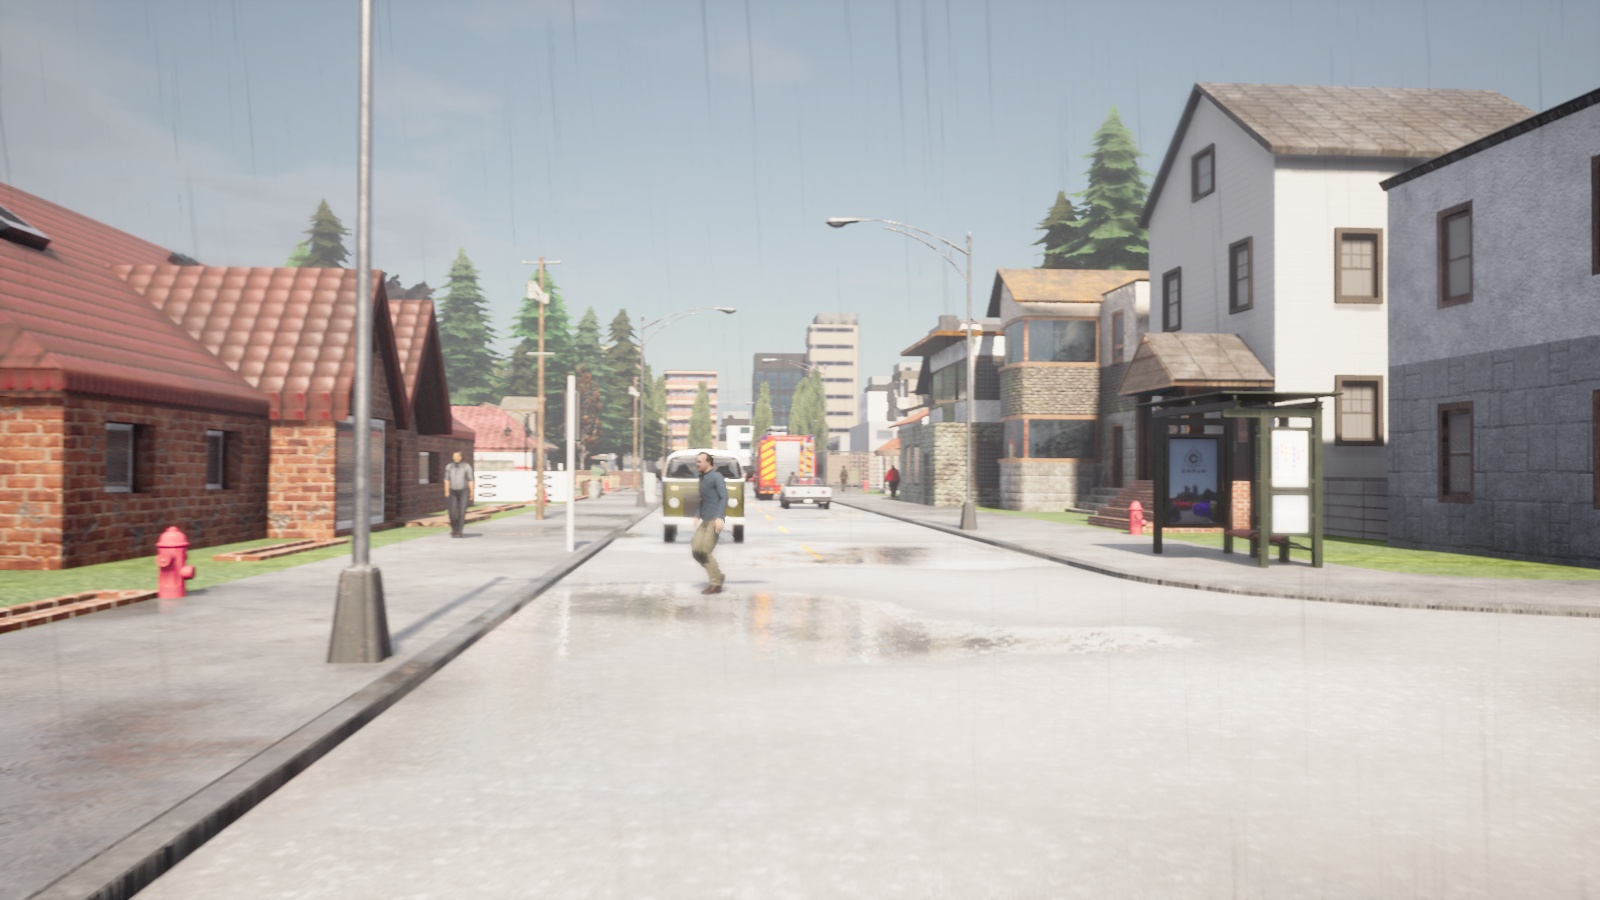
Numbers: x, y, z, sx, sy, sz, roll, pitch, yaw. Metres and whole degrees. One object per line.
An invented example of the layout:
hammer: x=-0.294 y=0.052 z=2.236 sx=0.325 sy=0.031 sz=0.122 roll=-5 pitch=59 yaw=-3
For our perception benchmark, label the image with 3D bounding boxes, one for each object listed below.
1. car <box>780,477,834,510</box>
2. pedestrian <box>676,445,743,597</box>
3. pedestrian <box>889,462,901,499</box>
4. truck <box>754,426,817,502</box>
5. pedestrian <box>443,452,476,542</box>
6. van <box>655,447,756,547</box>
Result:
car: x=0.251 y=1.762 z=51.807 sx=1.895 sy=1.301 sz=4.718 roll=0 pitch=-1 yaw=-4
pedestrian: x=-1.120 y=0.863 z=15.614 sx=0.726 sy=1.842 sz=0.402 roll=0 pitch=-1 yaw=-28
pedestrian: x=4.831 y=1.553 z=63.896 sx=0.634 sy=1.844 sz=0.899 roll=0 pitch=-1 yaw=4
truck: x=-0.880 y=0.766 z=67.973 sx=2.891 sy=3.827 sz=8.468 roll=0 pitch=-1 yaw=-4
pedestrian: x=-7.109 y=0.978 z=26.234 sx=0.540 sy=1.848 sz=0.694 roll=0 pitch=-1 yaw=-4
van: x=-2.084 y=1.005 z=27.928 sx=2.069 sy=2.038 sz=4.480 roll=0 pitch=-1 yaw=-4
